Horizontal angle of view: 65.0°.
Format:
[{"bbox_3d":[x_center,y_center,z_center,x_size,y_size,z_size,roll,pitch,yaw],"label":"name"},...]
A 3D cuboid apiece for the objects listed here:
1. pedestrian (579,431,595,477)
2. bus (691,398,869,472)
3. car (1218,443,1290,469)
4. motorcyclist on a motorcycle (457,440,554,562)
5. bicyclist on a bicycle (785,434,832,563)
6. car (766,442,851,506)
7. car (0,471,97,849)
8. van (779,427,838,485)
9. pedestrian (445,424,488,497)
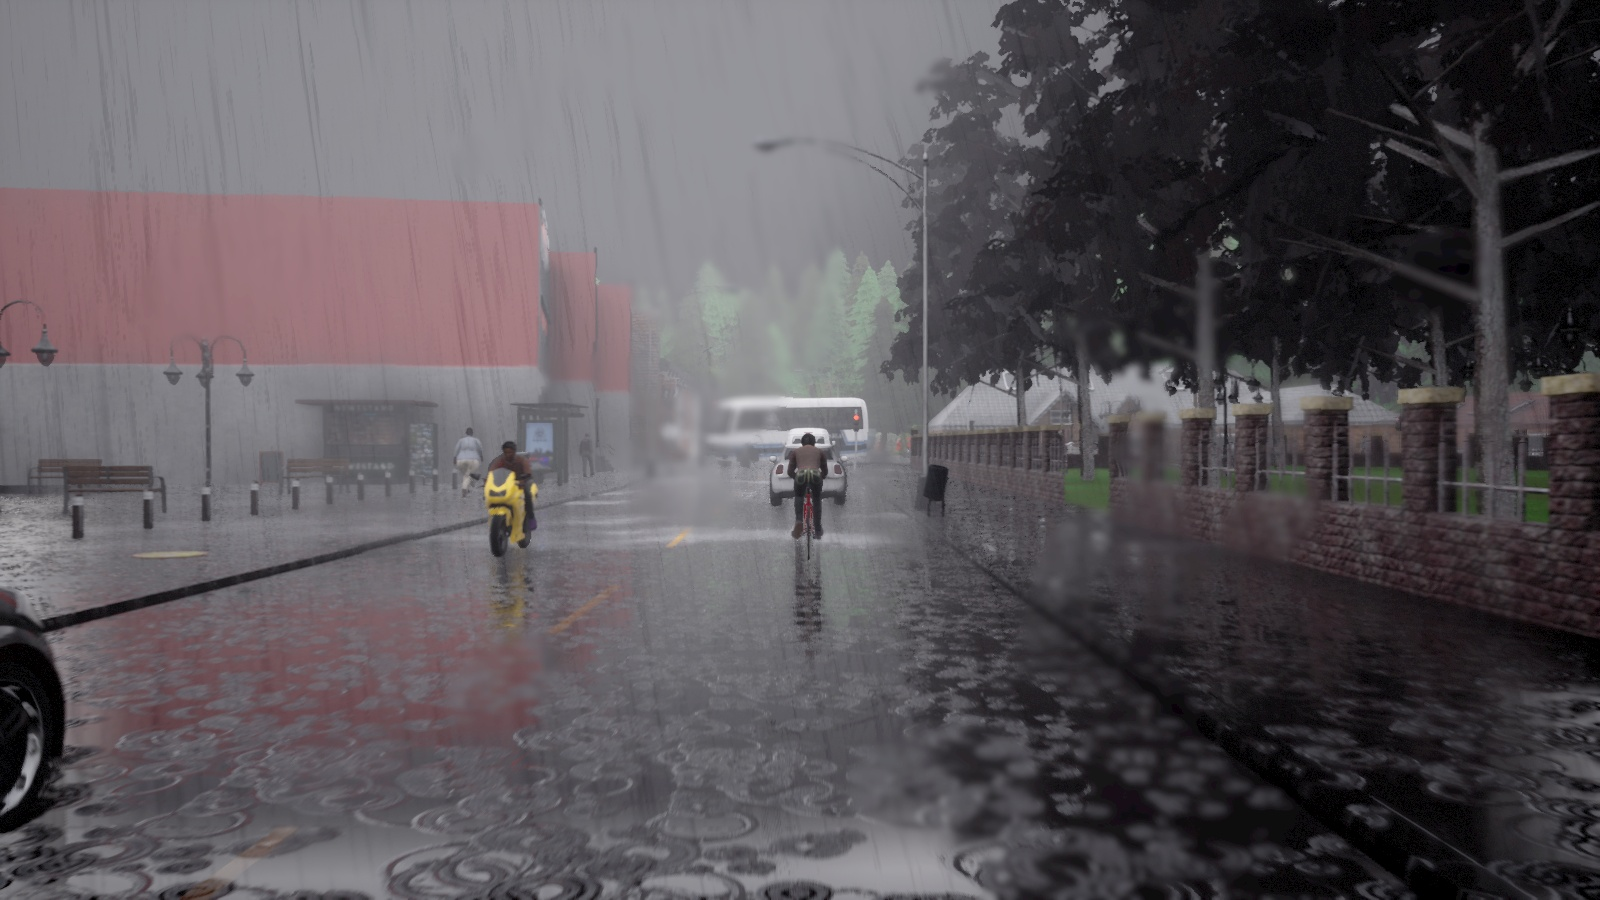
[{"bbox_3d":[-8.611,0.163,50.841,0.376,1.854,0.720,0,0,16],"label":"pedestrian"},{"bbox_3d":[-1.169,-1.054,77.018,10.273,4.253,3.944,-2,3,-29],"label":"bus"},{"bbox_3d":[27.057,0.360,74.968,3.633,1.501,1.845,0,0,-1],"label":"car"},{"bbox_3d":[-3.888,0.631,16.747,0.797,1.523,2.044,0,0,0],"label":"motorcyclist on a motorcycle"},{"bbox_3d":[0.112,0.606,16.591,0.582,1.620,1.656,0,0,0],"label":"bicyclist on a bicycle"},{"bbox_3d":[0.211,0.537,30.978,1.970,1.475,3.806,0,0,0],"label":"car"},{"bbox_3d":[-3.967,0.789,3.194,1.994,1.385,4.181,0,0,0],"label":"car"},{"bbox_3d":[0.319,0.208,46.433,2.069,2.038,4.480,0,0,1],"label":"van"},{"bbox_3d":[-8.588,0.267,32.357,0.874,1.855,0.900,0,0,1],"label":"pedestrian"}]
